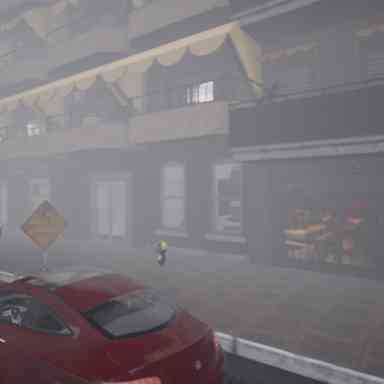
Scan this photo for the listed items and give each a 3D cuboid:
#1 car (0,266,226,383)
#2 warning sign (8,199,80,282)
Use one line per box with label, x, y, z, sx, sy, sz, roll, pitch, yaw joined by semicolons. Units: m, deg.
car;-1.604;1.588;4.020;4.206;1.307;1.802;0;0;36
warning sign;-3.743;1.130;8.468;1.060;1.860;1.300;0;0;36
